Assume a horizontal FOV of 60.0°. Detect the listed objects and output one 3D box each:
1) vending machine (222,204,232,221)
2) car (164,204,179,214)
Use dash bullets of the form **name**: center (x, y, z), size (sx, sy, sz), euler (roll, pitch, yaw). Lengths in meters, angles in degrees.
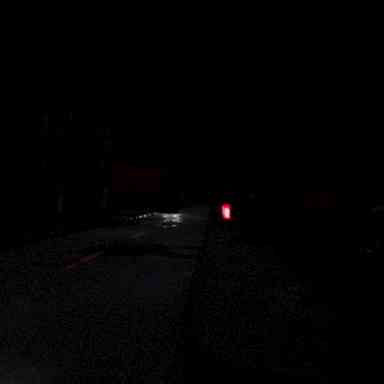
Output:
- **vending machine**: center (4.243, 2.487, 40.536), size (1.100, 2.100, 0.880), euler (1, -1, 4)
- **car**: center (-3.310, 2.721, 54.097), size (1.812, 1.442, 4.674), euler (1, -1, 4)
